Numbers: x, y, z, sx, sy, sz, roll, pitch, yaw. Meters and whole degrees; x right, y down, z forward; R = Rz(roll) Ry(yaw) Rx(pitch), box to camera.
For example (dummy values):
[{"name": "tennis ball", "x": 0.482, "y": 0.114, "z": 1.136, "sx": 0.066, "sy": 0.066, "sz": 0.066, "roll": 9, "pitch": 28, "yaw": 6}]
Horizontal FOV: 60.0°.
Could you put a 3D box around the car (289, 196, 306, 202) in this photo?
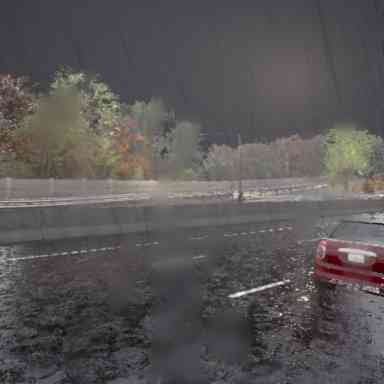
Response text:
[{"name": "car", "x": 15.749, "y": 1.353, "z": 47.653, "sx": 4.674, "sy": 1.442, "sz": 1.812, "roll": 0, "pitch": 0, "yaw": -38}]

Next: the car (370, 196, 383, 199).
[{"name": "car", "x": 30.873, "y": 1.345, "z": 54.973, "sx": 4.902, "sy": 1.511, "sz": 2.128, "roll": 0, "pitch": 0, "yaw": -38}]

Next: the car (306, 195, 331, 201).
[{"name": "car", "x": 17.964, "y": 1.198, "z": 44.949, "sx": 4.553, "sy": 1.767, "sz": 2.097, "roll": 0, "pitch": 0, "yaw": -38}]

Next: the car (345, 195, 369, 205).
[{"name": "car", "x": 28.632, "y": 1.333, "z": 57.656, "sx": 4.892, "sy": 1.490, "sz": 1.837, "roll": -1, "pitch": 1, "yaw": -38}]

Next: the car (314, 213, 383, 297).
[{"name": "car", "x": 4.930, "y": 1.327, "z": 7.897, "sx": 4.553, "sy": 1.767, "sz": 2.097, "roll": 0, "pitch": 0, "yaw": -38}]

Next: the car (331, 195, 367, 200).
[{"name": "car", "x": 20.189, "y": 1.217, "z": 42.246, "sx": 4.553, "sy": 1.767, "sz": 2.097, "roll": 0, "pitch": 0, "yaw": -38}]
